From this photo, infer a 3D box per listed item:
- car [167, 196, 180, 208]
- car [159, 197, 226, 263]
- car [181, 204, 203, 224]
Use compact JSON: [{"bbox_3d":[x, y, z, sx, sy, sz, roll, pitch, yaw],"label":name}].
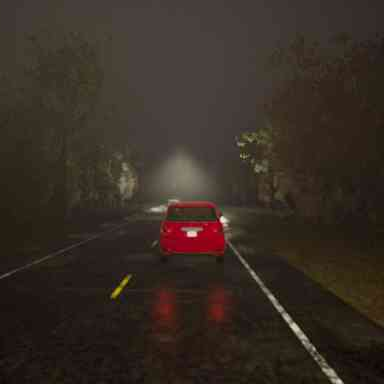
[{"bbox_3d":[-3.518,1.900,64.660,2.150,2.045,5.566,0,-1,1],"label":"car"},{"bbox_3d":[0.008,1.359,12.599,2.150,2.045,5.566,0,0,0],"label":"car"},{"bbox_3d":[0.022,1.830,28.938,1.812,1.442,4.674,0,0,0],"label":"car"}]
